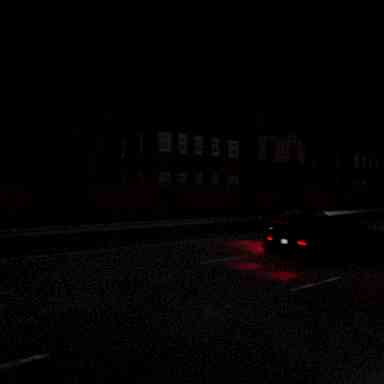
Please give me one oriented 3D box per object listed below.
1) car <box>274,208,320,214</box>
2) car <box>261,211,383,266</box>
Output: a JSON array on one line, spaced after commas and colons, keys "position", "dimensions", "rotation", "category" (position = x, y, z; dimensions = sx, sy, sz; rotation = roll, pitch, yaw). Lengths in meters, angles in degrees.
[{"position": [5.584, 1.507, 16.394], "dimensions": [5.008, 1.535, 1.882], "rotation": [0, 0, -35], "category": "car"}, {"position": [4.884, 1.570, 11.634], "dimensions": [5.357, 1.411, 2.033], "rotation": [0, 0, -35], "category": "car"}]
